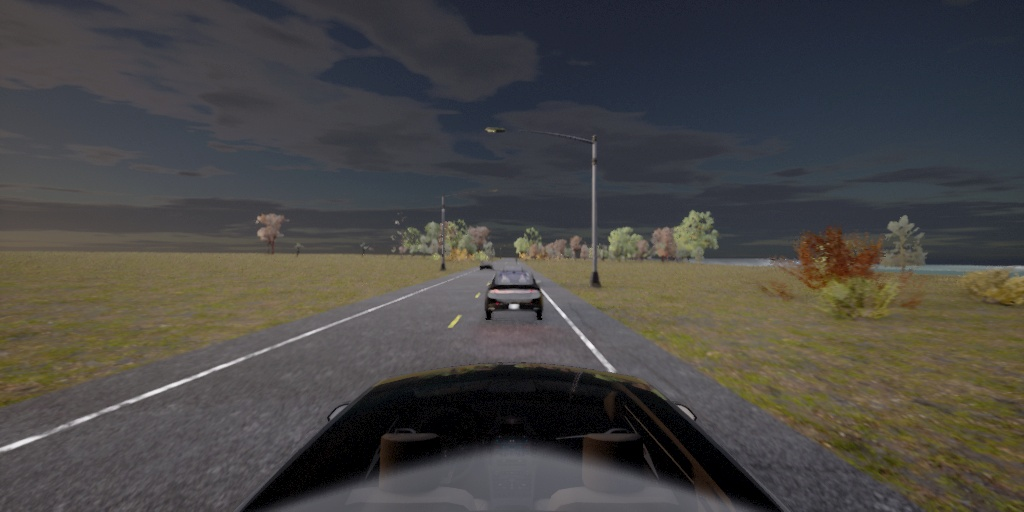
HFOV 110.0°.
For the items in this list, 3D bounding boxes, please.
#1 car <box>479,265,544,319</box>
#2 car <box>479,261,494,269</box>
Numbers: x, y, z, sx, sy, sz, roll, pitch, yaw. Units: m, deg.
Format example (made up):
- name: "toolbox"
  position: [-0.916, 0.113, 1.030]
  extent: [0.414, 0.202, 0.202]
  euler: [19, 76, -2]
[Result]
- name: "car"
  position: [0.073, 1.255, 12.831]
  extent: [2.128, 1.511, 4.902]
  euler: [0, 0, 0]
- name: "car"
  position: [-3.568, 1.402, 50.748]
  extent: [1.895, 1.301, 4.718]
  euler: [0, 0, 0]
